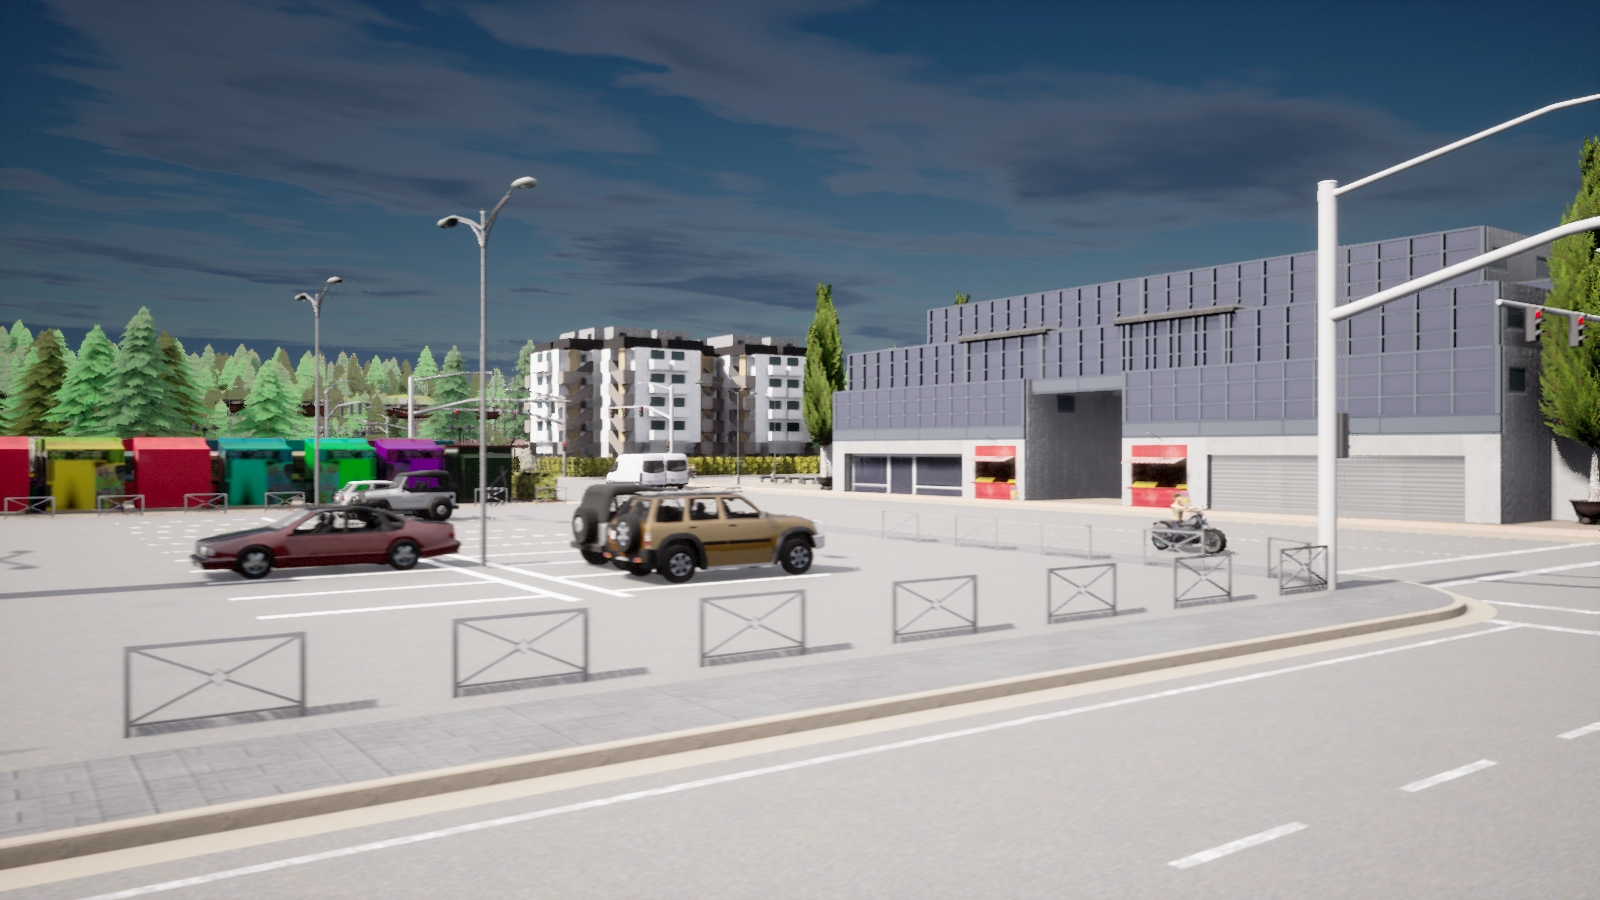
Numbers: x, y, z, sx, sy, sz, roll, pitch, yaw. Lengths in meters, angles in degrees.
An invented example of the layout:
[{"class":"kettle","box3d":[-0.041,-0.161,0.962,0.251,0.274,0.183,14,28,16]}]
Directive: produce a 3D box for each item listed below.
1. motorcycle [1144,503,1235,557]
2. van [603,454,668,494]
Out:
[{"class":"motorcycle","box3d":[10.606,2.152,31.218,0.764,1.307,2.356,0,0,-34]},{"class":"van","box3d":[-11.087,1.531,76.779,1.988,2.561,5.915,0,0,-33]}]
